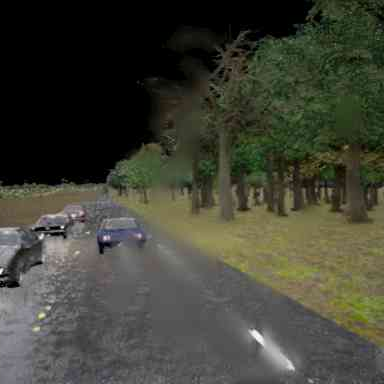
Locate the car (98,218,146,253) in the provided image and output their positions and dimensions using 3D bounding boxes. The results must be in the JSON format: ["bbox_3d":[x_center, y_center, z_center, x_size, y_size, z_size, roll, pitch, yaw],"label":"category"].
[{"bbox_3d":[-3.296,1.848,15.225,1.895,1.301,4.718,-1,-1,-14],"label":"car"}]

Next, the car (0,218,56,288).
[{"bbox_3d":[-5.700,1.804,10.004,2.033,1.411,5.357,-1,-1,-14],"label":"car"}]

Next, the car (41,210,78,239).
[{"bbox_3d":[-8.163,2.017,19.735,1.895,1.301,4.718,-1,-1,-14],"label":"car"}]

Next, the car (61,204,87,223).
[{"bbox_3d":[-11.052,1.935,31.190,2.097,1.767,4.553,-1,0,-14],"label":"car"}]
